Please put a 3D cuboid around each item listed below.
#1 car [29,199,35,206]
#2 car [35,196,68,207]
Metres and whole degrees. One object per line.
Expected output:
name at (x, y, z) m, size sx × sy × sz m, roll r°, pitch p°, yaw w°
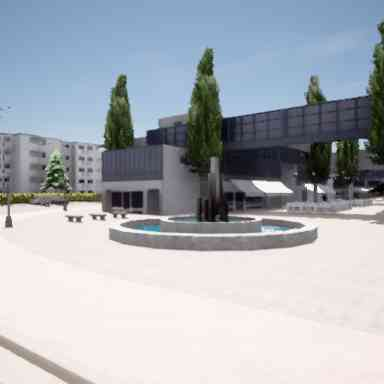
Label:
car at (-25.500, 1.474, 56.878) m, size 2.097 × 1.767 × 4.553 m, roll 0°, pitch 0°, yaw 27°
car at (-22.651, 1.619, 54.696) m, size 1.837 × 1.490 × 4.892 m, roll -1°, pitch 0°, yaw 27°
